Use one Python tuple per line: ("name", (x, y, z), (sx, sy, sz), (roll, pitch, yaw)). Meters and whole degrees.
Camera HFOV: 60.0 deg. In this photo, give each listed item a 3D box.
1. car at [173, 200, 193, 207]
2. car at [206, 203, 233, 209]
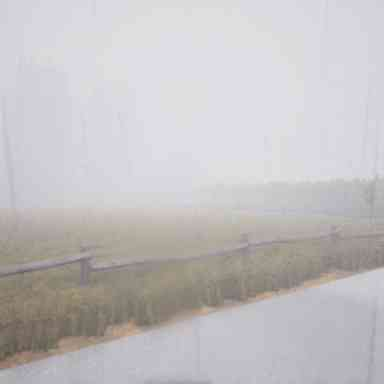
("car", (-1.404, 1.909, 52.112), (1.812, 1.442, 4.674), (1, 0, -27))
("car", (3.446, 1.941, 39.169), (1.895, 1.301, 4.718), (1, -1, -35))
